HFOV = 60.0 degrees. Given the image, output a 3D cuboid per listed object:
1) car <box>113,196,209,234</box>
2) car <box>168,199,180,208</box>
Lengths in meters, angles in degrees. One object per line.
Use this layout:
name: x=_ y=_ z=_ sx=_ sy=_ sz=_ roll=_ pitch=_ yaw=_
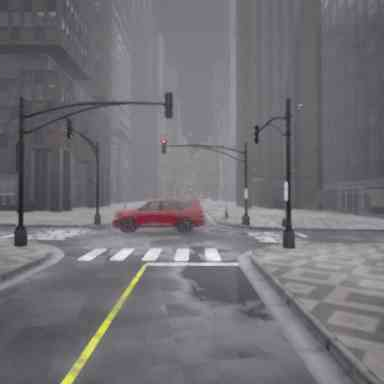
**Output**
car: x=-1.948 y=1.440 z=20.325 sx=5.566 sy=2.045 sz=2.150 roll=0 pitch=0 yaw=0
car: x=-3.049 y=2.031 z=57.785 sx=1.837 sy=1.490 sz=4.892 roll=0 pitch=-1 yaw=0
